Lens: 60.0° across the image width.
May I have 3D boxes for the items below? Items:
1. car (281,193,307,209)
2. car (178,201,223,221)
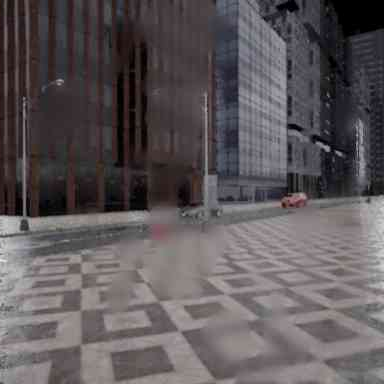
[{"bbox_3d":[14.302,1.166,46.275,2.150,2.045,5.566,0,0,36],"label":"car"},{"bbox_3d":[0.771,1.506,27.535,1.837,1.490,4.892,0,0,36],"label":"car"}]
